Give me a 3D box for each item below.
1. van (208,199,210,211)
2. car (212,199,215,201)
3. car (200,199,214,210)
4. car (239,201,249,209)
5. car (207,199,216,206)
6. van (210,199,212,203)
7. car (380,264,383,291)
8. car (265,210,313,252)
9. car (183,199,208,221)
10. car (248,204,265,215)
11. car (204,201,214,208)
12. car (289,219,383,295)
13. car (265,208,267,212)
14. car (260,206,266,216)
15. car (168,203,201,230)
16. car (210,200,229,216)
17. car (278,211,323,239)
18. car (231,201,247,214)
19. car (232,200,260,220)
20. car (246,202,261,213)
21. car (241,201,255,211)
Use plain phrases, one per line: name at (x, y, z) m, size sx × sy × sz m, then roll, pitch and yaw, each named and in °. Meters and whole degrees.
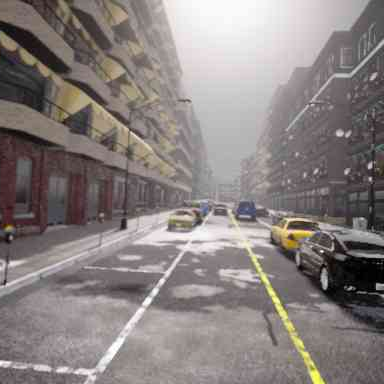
van at (0.900, 1.892, 40.032) m, size 1.690 × 1.788 × 3.998 m, roll 4°, pitch -1°, yaw 5°
car at (2.377, 2.169, 56.556) m, size 2.192 × 1.841 × 5.009 m, roll 4°, pitch -1°, yaw 5°
car at (2.869, 2.273, 62.063) m, size 2.192 × 1.841 × 5.009 m, roll 4°, pitch -1°, yaw 5°
car at (12.137, 3.065, 77.824) m, size 1.967 × 1.590 × 4.097 m, roll 4°, pitch -1°, yaw 5°
car at (5.326, 2.815, 89.601) m, size 2.192 × 1.841 × 5.009 m, roll 4°, pitch -1°, yaw 5°
van at (1.392, 1.992, 45.541) m, size 1.690 × 1.788 × 3.998 m, roll 4°, pitch -1°, yaw 5°
car at (5.783, 1.867, 6.385) m, size 1.752 × 1.417 × 4.829 m, roll 4°, pitch -1°, yaw 5°
car at (4.851, 1.869, 15.667) m, size 1.801 × 1.575 × 5.366 m, roll 3°, pitch -1°, yaw 5°
car at (-0.082, 1.674, 29.019) m, size 2.192 × 1.841 × 5.009 m, roll 4°, pitch -1°, yaw 5°
car at (9.705, 2.645, 50.278) m, size 1.887 × 1.381 × 4.507 m, roll 4°, pitch -1°, yaw 5°
car at (3.835, 2.734, 73.077) m, size 1.947 × 1.339 × 4.313 m, roll 4°, pitch -1°, yaw 5°
car at (4.297, 1.817, 9.499) m, size 1.837 × 1.490 × 4.892 m, roll 3°, pitch -1°, yaw 5°
car at (7.736, 2.259, 28.247) m, size 2.008 × 1.369 × 4.403 m, roll 4°, pitch -1°, yaw 5°
car at (9.213, 2.544, 44.771) m, size 1.887 × 1.381 × 4.507 m, roll 4°, pitch -1°, yaw 5°
car at (-0.605, 1.788, 23.339) m, size 1.752 × 1.417 × 4.829 m, roll 4°, pitch -1°, yaw 5°
car at (3.729, 2.231, 43.269) m, size 1.837 × 1.490 × 4.892 m, roll 3°, pitch -1°, yaw 5°
car at (7.244, 2.159, 22.738) m, size 1.887 × 1.381 × 4.507 m, roll 4°, pitch -1°, yaw 5°
car at (7.179, 2.345, 50.919) m, size 2.097 × 1.767 × 4.553 m, roll 3°, pitch -1°, yaw 5°
car at (6.007, 1.970, 37.541) m, size 2.150 × 2.045 × 5.566 m, roll 3°, pitch -1°, yaw 5°
car at (10.211, 2.643, 55.787) m, size 1.967 × 1.590 × 4.097 m, roll 4°, pitch -1°, yaw 5°
car at (11.162, 2.725, 66.808) m, size 2.192 × 1.841 × 5.009 m, roll 4°, pitch -1°, yaw 5°
